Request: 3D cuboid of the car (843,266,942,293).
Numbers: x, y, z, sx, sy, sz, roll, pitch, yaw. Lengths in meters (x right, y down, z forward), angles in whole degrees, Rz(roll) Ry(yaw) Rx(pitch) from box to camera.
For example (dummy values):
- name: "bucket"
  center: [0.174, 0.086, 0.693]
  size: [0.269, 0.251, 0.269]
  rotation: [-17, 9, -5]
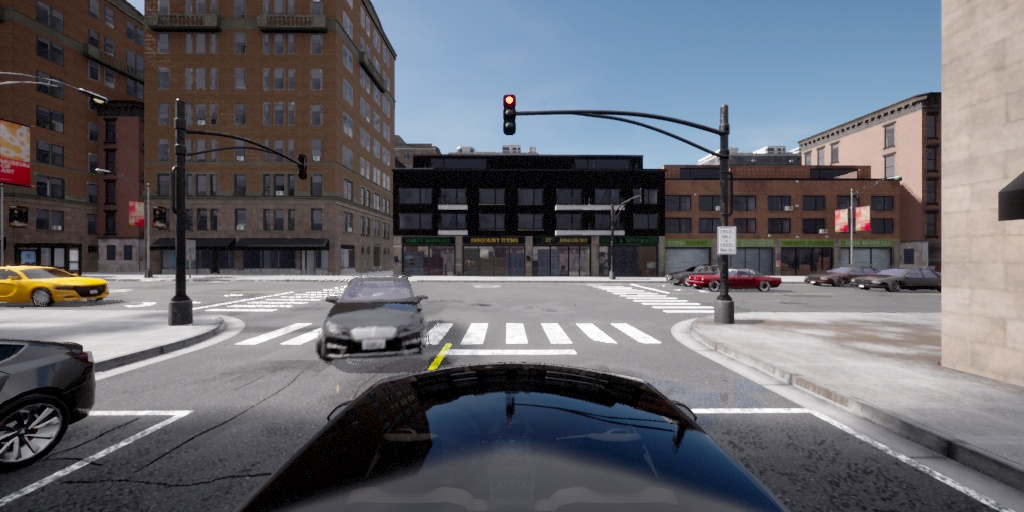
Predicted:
- name: "car"
  center: [23.605, 1.426, 21.486]
  size: [5.357, 1.411, 2.033]
  rotation: [0, 0, 0]

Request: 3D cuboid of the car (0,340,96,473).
- name: "car"
  center: [-5.388, 1.316, 2.113]
  size: [1.948, 1.339, 4.313]
  rotation: [0, 0, 0]

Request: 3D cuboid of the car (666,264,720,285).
- name: "car"
  center: [13.170, 1.329, 24.605]
  size: [4.892, 1.490, 1.837]
  rotation: [0, 0, -1]

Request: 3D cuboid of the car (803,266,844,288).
- name: "car"
  center: [23.381, 1.425, 24.739]
  size: [5.357, 1.411, 2.033]
  rotation: [0, 0, -1]

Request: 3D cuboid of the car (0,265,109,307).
- name: "car"
  center: [-19.144, 1.143, 14.232]
  size: [5.008, 1.535, 1.882]
  rotation: [0, 0, -1]

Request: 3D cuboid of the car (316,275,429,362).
- name: "car"
  center: [-3.095, 1.239, 8.457]
  size: [2.128, 1.511, 4.902]
  rotation: [1, 0, -18]

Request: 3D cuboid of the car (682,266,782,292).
- name: "car"
  center: [13.079, 1.424, 21.355]
  size: [4.718, 1.301, 1.895]
  rotation: [0, 0, -1]
